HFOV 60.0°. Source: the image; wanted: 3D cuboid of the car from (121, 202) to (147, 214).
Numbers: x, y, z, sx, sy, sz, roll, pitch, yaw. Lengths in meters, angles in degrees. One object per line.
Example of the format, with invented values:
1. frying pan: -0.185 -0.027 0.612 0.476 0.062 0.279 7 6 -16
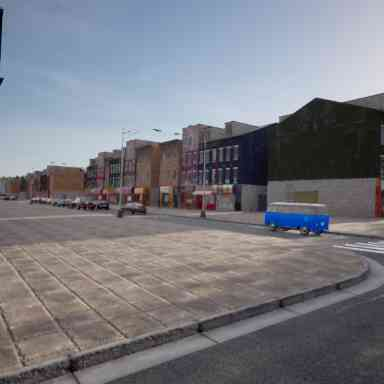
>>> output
1. car: -6.617 1.808 37.730 1.802 1.307 4.206 3 -2 -36

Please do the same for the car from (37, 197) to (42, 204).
1. car: -32.202 1.952 73.201 1.802 1.307 4.206 3 -2 -36

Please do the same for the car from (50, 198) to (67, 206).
1. car: -25.804 1.886 64.334 1.947 1.339 4.313 3 -2 -36

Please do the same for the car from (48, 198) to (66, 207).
1. car: -20.672 1.710 52.719 2.033 1.411 5.357 3 -2 -36

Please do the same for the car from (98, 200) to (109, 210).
1. car: -13.012 1.813 46.598 1.947 1.339 4.313 3 -2 -36

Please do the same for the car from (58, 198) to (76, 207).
1. car: -22.606 1.843 59.901 1.887 1.381 4.507 3 -2 -36

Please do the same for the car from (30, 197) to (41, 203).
1. car: -38.598 2.010 82.067 1.802 1.307 4.206 3 -2 -36

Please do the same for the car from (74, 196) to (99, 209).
1. car: -16.202 1.577 51.038 2.192 1.841 5.009 3 -2 -36

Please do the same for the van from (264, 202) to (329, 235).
1. van: 6.183 1.555 19.998 1.690 1.788 3.998 3 -2 -36

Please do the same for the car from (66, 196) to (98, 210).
1. car: -14.846 1.489 44.746 2.097 1.767 4.553 3 -2 -35

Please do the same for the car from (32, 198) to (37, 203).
1. car: -35.396 1.838 77.638 1.967 1.590 4.097 3 -2 -36

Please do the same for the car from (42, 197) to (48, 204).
1. car: -29.101 1.870 68.906 1.752 1.417 4.829 3 -2 -36
